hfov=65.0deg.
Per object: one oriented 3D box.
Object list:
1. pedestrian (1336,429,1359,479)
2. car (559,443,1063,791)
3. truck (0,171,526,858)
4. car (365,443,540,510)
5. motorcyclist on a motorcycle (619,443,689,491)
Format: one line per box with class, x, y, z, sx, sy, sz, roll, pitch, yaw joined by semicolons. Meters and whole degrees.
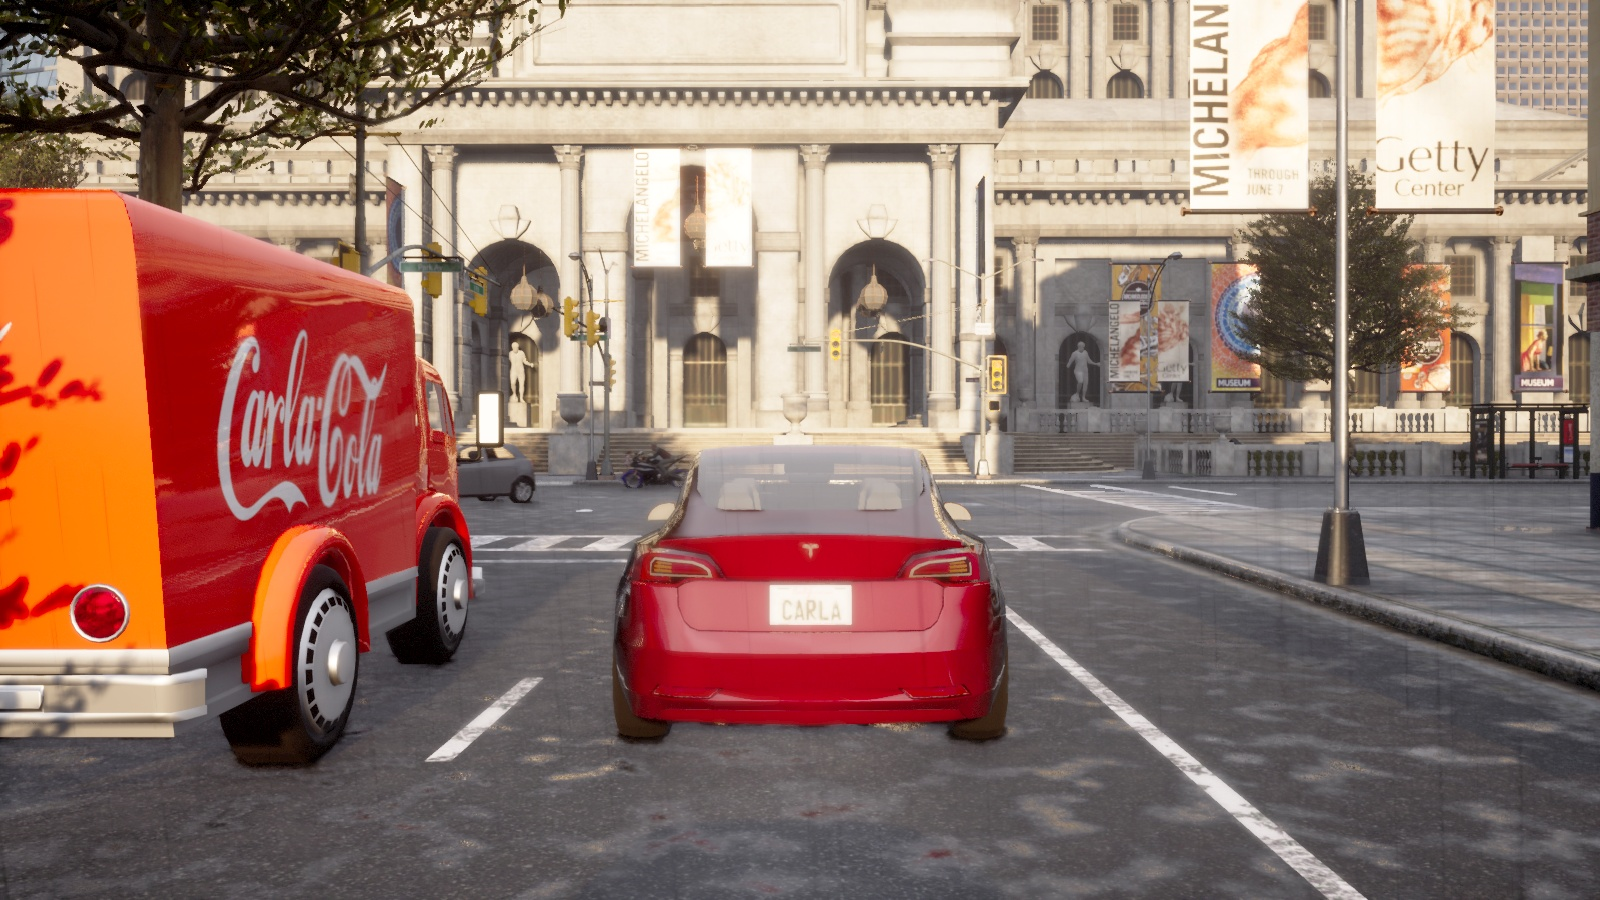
pedestrian;20.845;0.150;47.808;0.692;1.930;0.396;0;0;-8
car;0.058;0.702;7.783;2.163;1.488;4.792;0;0;0
truck;-3.445;0.217;7.117;2.627;2.467;5.204;0;0;0
car;-8.279;0.584;30.099;1.845;1.501;3.633;0;0;41
motorcyclist on a motorcycle;-4.756;0.546;41.030;2.191;1.530;0.866;0;0;1
